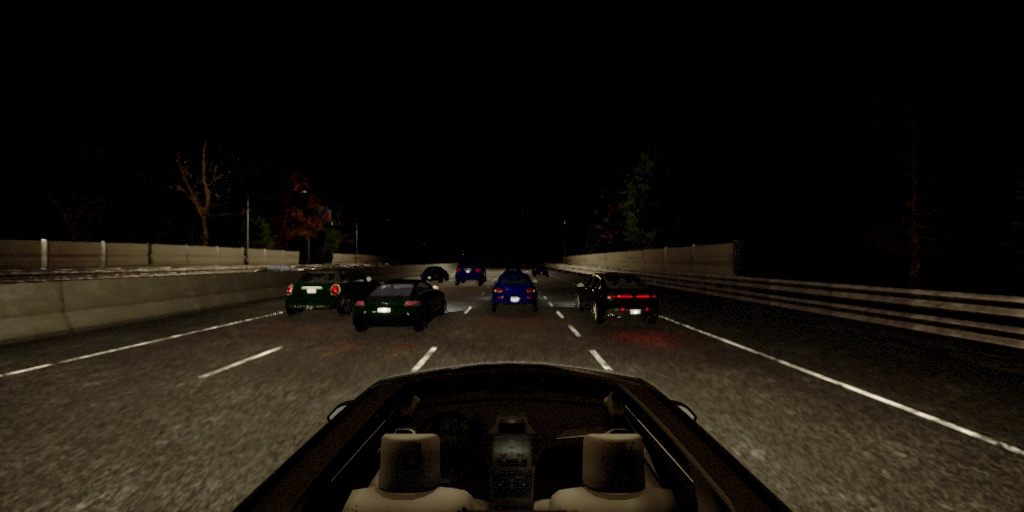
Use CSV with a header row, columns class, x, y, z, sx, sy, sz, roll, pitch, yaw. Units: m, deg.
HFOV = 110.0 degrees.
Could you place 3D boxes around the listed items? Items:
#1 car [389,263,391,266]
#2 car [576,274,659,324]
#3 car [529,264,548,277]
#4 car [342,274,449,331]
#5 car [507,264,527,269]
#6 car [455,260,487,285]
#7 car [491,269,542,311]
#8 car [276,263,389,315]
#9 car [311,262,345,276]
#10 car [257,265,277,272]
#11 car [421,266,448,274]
class,x,y,z,sx,sy,sz,roll,pitch,yaw
car,-17.572,1.688,48.099,2.097,1.767,4.553,0,-1,0
car,3.510,1.367,12.630,1.837,1.490,4.892,0,-1,0
car,3.505,1.815,45.285,1.812,1.442,4.674,0,-1,0
car,-3.396,1.435,11.520,1.994,1.385,4.181,0,-1,0
car,0.107,1.691,31.809,1.994,1.385,4.181,0,-1,0
car,-3.398,1.330,30.317,2.150,2.045,5.566,0,-1,0
car,0.103,1.445,15.381,1.812,1.442,4.674,0,-1,0
car,-6.897,1.260,14.470,2.097,1.767,4.553,0,-1,0
car,-24.565,1.688,48.061,2.097,1.767,4.553,0,-1,0
car,-28.079,1.820,43.102,2.033,1.411,5.357,0,-1,0
car,-6.894,1.658,32.205,1.812,1.442,4.674,0,-1,0
